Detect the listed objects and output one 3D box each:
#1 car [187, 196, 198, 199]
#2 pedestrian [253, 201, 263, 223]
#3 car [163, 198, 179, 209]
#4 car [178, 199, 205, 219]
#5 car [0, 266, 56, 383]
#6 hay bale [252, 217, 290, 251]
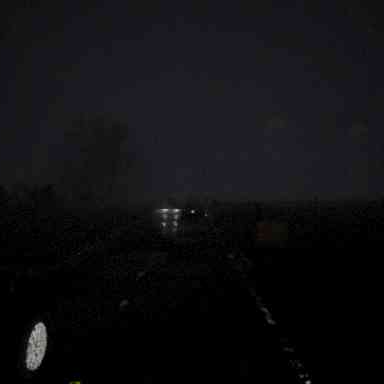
[{"bbox_3d":[0.080,1.387,44.518,2.097,1.767,4.553,0,0,0],"label":"car"},{"bbox_3d":[2.826,1.285,14.478,0.375,1.860,0.375,-1,1,-3],"label":"pedestrian"},{"bbox_3d":[-2.829,1.544,45.914,1.837,1.490,4.892,0,0,0],"label":"car"},{"bbox_3d":[0.074,1.582,29.095,1.994,1.385,4.181,0,0,0],"label":"car"},{"bbox_3d":[-2.851,1.478,2.682,1.882,1.535,5.008,0,0,0],"label":"car"},{"bbox_3d":[3.134,1.661,13.383,1.220,1.180,1.240,1,1,0],"label":"hay bale"}]
